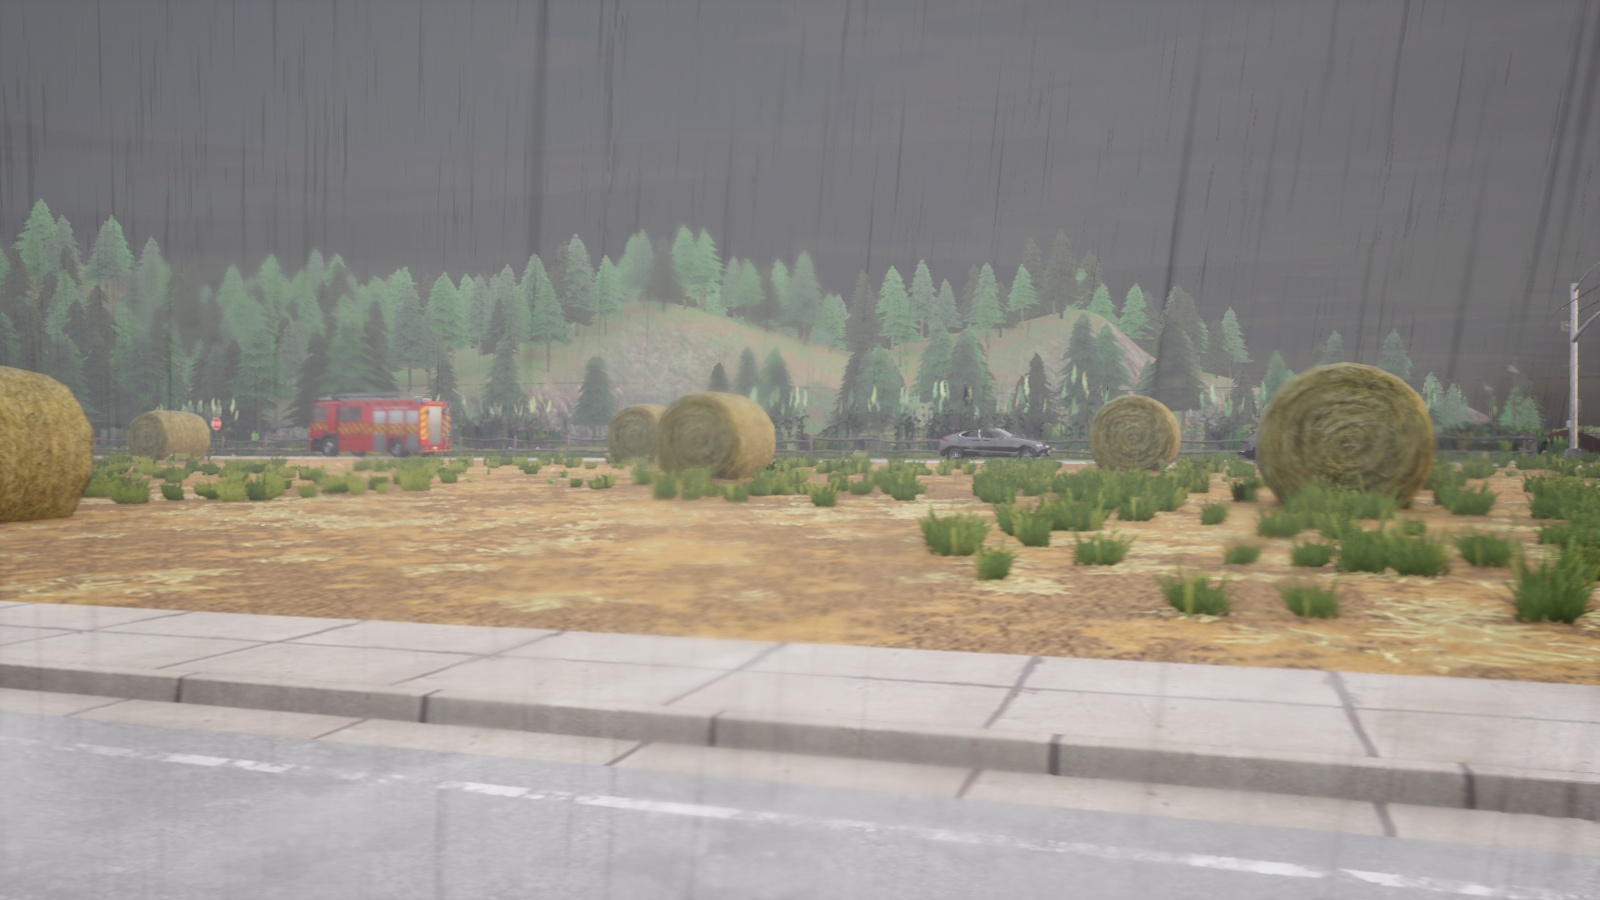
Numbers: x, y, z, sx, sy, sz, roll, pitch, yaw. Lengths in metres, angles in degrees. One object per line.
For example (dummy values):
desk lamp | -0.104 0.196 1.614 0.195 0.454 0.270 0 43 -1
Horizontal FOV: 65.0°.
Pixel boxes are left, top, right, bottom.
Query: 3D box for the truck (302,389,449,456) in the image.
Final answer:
truck | -25.314 -1.623 74.864 8.468 3.827 2.891 1 1 22

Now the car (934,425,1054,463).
car | 8.817 -0.279 57.012 5.027 1.651 2.152 1 1 22

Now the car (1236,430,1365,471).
car | 20.720 -0.009 52.101 4.856 1.649 2.033 1 1 22
